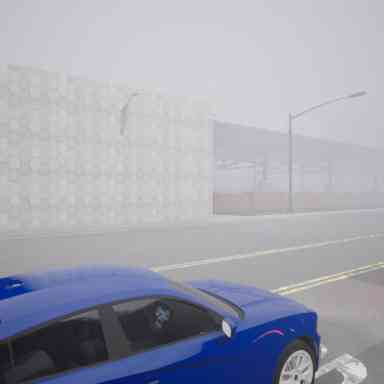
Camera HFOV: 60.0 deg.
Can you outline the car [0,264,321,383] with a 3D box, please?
[{"bbox_3d":[-0.776,1.478,3.196,5.008,1.535,1.882,0,0,-36],"label":"car"}]
